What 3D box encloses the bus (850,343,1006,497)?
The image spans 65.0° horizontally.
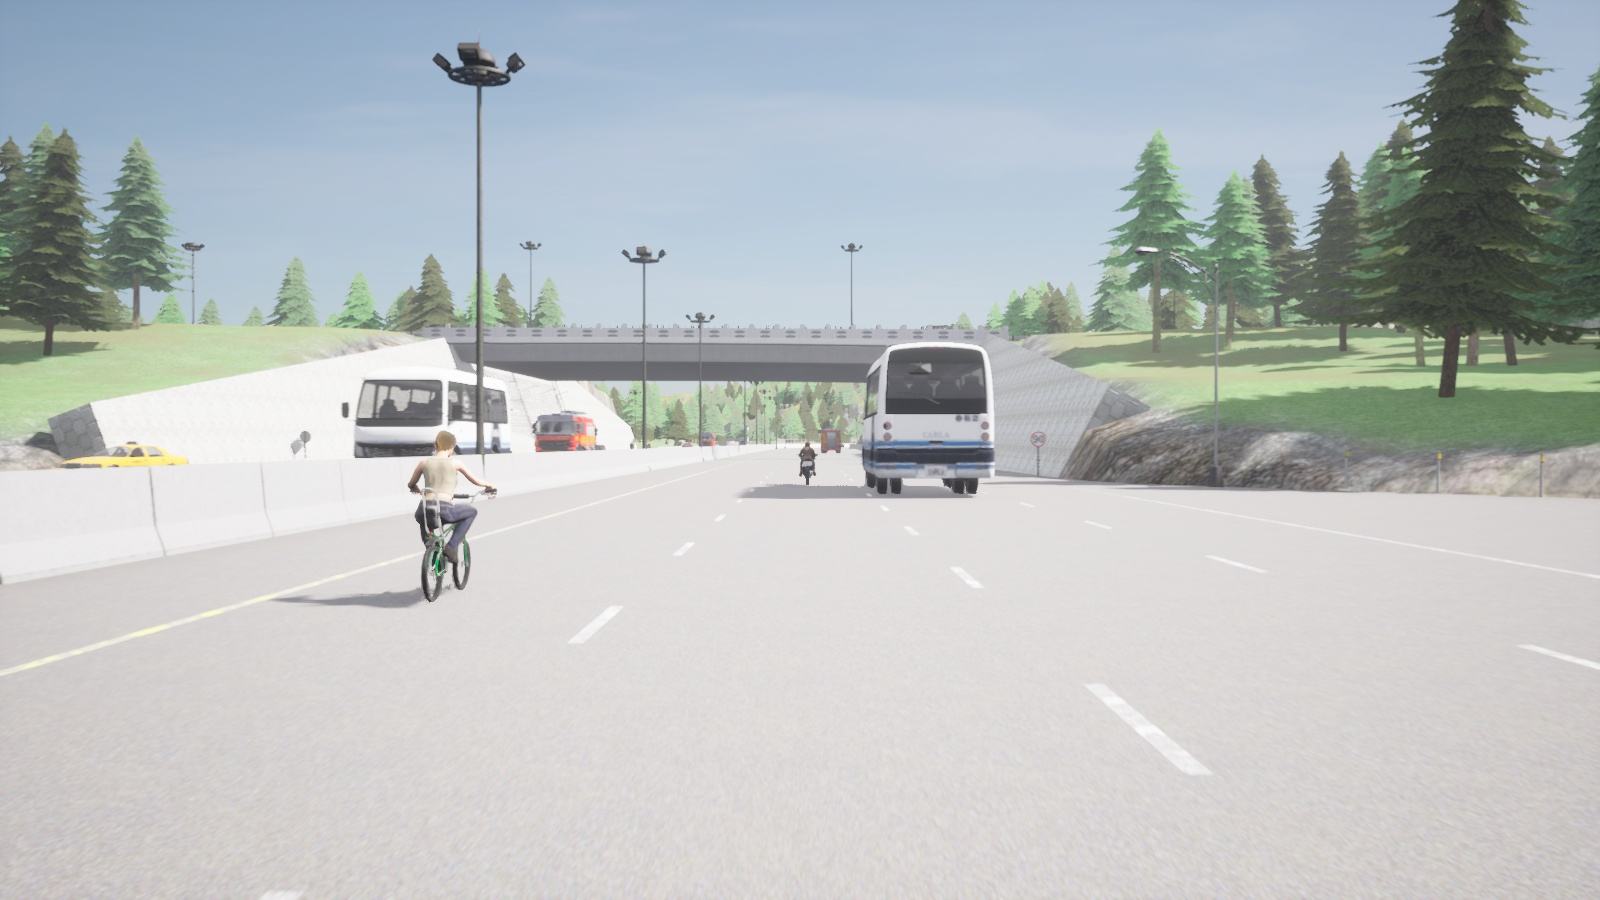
[{"bbox_3d":[3.743,-0.851,39.785,3.944,4.253,10.273,0,0,0],"label":"bus"}]

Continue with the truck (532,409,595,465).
[{"bbox_3d":[-16.969,-0.942,90.550,2.891,3.827,8.468,0,0,0],"label":"truck"}]

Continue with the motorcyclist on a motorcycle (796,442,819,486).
[{"bbox_3d":[0.268,0.478,44.488,0.797,1.523,2.044,0,0,0],"label":"motorcyclist on a motorcycle"}]

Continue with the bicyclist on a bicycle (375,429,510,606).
[{"bbox_3d":[-3.420,0.612,12.172,0.866,1.612,1.509,0,0,1],"label":"bicyclist on a bicycle"}]

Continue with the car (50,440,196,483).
[{"bbox_3d":[-25.923,0.392,48.358,1.801,1.575,5.366,0,0,14],"label":"car"}]

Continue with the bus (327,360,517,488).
[{"bbox_3d":[-13.717,-0.905,46.900,3.944,4.253,10.273,0,0,0],"label":"bus"}]
